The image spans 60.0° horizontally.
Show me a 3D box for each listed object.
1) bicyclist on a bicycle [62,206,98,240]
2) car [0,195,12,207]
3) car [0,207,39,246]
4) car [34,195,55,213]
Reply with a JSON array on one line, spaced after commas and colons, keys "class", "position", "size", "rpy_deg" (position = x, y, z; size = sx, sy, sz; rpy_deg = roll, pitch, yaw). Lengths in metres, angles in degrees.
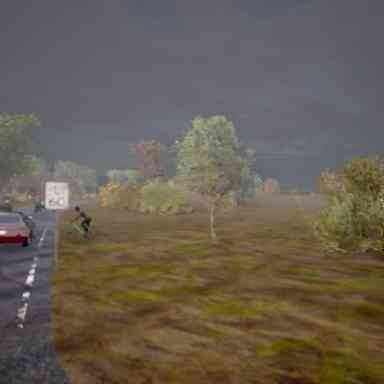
[{"class": "bicyclist on a bicycle", "position": [-5.478, 1.537, 16.332], "size": [1.656, 1.620, 0.582], "rpy_deg": [1, 0, -22]}, {"class": "car", "position": [-16.653, 1.243, 27.990], "size": [2.150, 2.045, 5.566], "rpy_deg": [1, -1, -20]}, {"class": "car", "position": [-8.320, 1.590, 15.105], "size": [1.994, 1.385, 4.181], "rpy_deg": [1, -1, -22]}, {"class": "car", "position": [-17.363, 1.355, 39.652], "size": [2.150, 2.045, 5.566], "rpy_deg": [1, 0, -18]}]
